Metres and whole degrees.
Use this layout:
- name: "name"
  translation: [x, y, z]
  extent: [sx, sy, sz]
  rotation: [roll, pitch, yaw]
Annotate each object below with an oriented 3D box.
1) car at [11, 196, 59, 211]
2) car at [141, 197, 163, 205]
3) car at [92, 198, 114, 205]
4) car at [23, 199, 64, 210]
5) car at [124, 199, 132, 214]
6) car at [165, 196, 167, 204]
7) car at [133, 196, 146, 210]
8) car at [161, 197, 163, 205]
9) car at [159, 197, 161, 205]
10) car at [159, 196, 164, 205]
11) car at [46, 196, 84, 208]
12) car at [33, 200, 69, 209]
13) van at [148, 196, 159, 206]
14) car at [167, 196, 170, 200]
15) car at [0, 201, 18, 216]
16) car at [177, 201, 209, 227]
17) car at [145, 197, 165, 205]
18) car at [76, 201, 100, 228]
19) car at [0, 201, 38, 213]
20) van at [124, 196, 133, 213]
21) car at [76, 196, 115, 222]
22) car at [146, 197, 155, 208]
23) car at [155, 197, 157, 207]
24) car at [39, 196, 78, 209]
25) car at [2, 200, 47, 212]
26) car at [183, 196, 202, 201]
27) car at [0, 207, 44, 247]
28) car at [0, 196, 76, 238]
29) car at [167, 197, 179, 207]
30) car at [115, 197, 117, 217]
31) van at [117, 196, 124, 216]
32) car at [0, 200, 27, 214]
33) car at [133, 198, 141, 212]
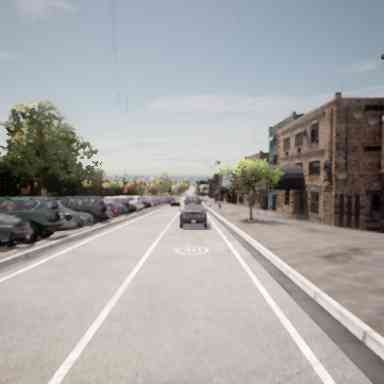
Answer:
- name: "car"
  translation: [-21.922, 1.591, 46.501]
  extent: [5.566, 2.045, 2.435]
  rotation: [0, -1, 0]
- name: "car"
  translation: [-8.941, 2.120, 74.717]
  extent: [4.553, 1.767, 2.185]
  rotation: [0, -1, 0]
- name: "car"
  translation: [-22.007, 2.366, 82.734]
  extent: [4.892, 1.521, 2.231]
  rotation: [0, -1, 0]
- name: "car"
  translation: [-21.948, 1.879, 49.284]
  extent: [5.008, 1.535, 2.097]
  rotation: [0, -1, 0]
- name: "car"
  translation: [-8.846, 1.682, 32.673]
  extent: [4.892, 1.521, 2.231]
  rotation: [0, -1, 0]
- name: "car"
  translation: [-8.883, 2.162, 77.520]
  extent: [4.553, 1.767, 2.185]
  rotation: [0, -1, 0]
- name: "car"
  translation: [-8.891, 1.526, 41.086]
  extent: [5.566, 2.045, 2.435]
  rotation: [0, -1, 0]
- name: "car"
  translation: [-8.869, 2.152, 66.306]
  extent: [4.792, 1.488, 2.163]
  rotation: [0, -1, 0]
- name: "car"
  translation: [-8.865, 2.111, 63.503]
  extent: [4.792, 1.488, 2.163]
  rotation: [0, -1, 0]
- name: "car"
  translation: [-8.897, 2.163, 69.110]
  extent: [5.008, 1.535, 2.097]
  rotation: [0, -1, 0]
- name: "car"
  translation: [-21.937, 1.743, 57.517]
  extent: [5.566, 2.045, 2.435]
  rotation: [0, -1, 0]
- name: "car"
  translation: [-21.955, 1.954, 51.944]
  extent: [4.674, 1.452, 2.002]
  rotation: [0, -1, 0]
- name: "van"
  translation: [-8.774, 1.814, 60.704]
  extent: [4.442, 1.987, 1.878]
  rotation: [0, -1, 0]
- name: "car"
  translation: [-8.894, 2.118, 83.128]
  extent: [5.566, 2.045, 2.435]
  rotation: [0, -1, 0]
- name: "car"
  translation: [-21.749, 1.710, 35.359]
  extent: [5.366, 1.575, 1.946]
  rotation: [0, -1, 0]
- name: "car"
  translation: [0.098, 1.617, 23.391]
  extent: [1.837, 1.490, 4.892]
  rotation: [0, 0, 0]
- name: "car"
  translation: [-8.887, 2.203, 80.323]
  extent: [4.553, 1.767, 2.185]
  rotation: [0, -1, 0]
- name: "car"
  translation: [-8.852, 1.560, 21.460]
  extent: [4.892, 1.521, 2.231]
  rotation: [0, -1, 0]
- name: "car"
  translation: [-21.912, 1.806, 40.930]
  extent: [4.792, 1.488, 2.163]
  rotation: [0, -1, 0]
- name: "van"
  translation: [-8.971, 1.487, 35.478]
  extent: [4.442, 1.987, 1.878]
  rotation: [0, -1, 0]
- name: "car"
  translation: [-8.875, 1.337, 24.268]
  extent: [5.566, 2.045, 2.435]
  rotation: [0, -1, 0]
- name: "car"
  translation: [-8.873, 1.917, 52.295]
  extent: [5.008, 1.535, 2.097]
  rotation: [0, -1, 0]
- name: "car"
  translation: [-9.068, 1.954, 55.094]
  extent: [5.366, 1.575, 1.946]
  rotation: [0, -1, 0]
- name: "car"
  translation: [-21.933, 1.704, 54.856]
  extent: [5.566, 2.045, 2.435]
  rotation: [0, -1, 0]
- name: "car"
  translation: [-21.975, 1.838, 43.715]
  extent: [4.792, 1.488, 2.163]
  rotation: [0, -1, 0]
- name: "car"
  translation: [0.095, 1.533, 41.016]
  extent: [2.150, 2.045, 5.566]
  rotation: [0, 0, 0]
- name: "car"
  translation: [-8.843, 1.500, 13.055]
  extent: [4.892, 1.521, 2.231]
  rotation: [0, 0, 0]
- name: "car"
  translation: [-8.876, 1.265, 15.858]
  extent: [5.566, 2.045, 2.435]
  rotation: [0, 0, 0]
- name: "car"
  translation: [-3.259, 2.243, 65.574]
  extent: [1.895, 1.301, 4.718]
  rotation: [0, -1, 0]
- name: "car"
  translation: [-8.816, 1.491, 27.067]
  extent: [4.553, 1.767, 2.185]
  rotation: [0, -1, 0]
- name: "van"
  translation: [-8.733, 1.423, 29.872]
  extent: [4.442, 1.987, 1.878]
  rotation: [0, -1, 0]
- name: "car"
  translation: [-21.932, 1.744, 38.145]
  extent: [5.008, 1.535, 2.097]
  rotation: [0, -1, 0]
- name: "car"
  translation: [-8.853, 1.745, 38.279]
  extent: [5.008, 1.535, 2.097]
  rotation: [0, -1, 0]
